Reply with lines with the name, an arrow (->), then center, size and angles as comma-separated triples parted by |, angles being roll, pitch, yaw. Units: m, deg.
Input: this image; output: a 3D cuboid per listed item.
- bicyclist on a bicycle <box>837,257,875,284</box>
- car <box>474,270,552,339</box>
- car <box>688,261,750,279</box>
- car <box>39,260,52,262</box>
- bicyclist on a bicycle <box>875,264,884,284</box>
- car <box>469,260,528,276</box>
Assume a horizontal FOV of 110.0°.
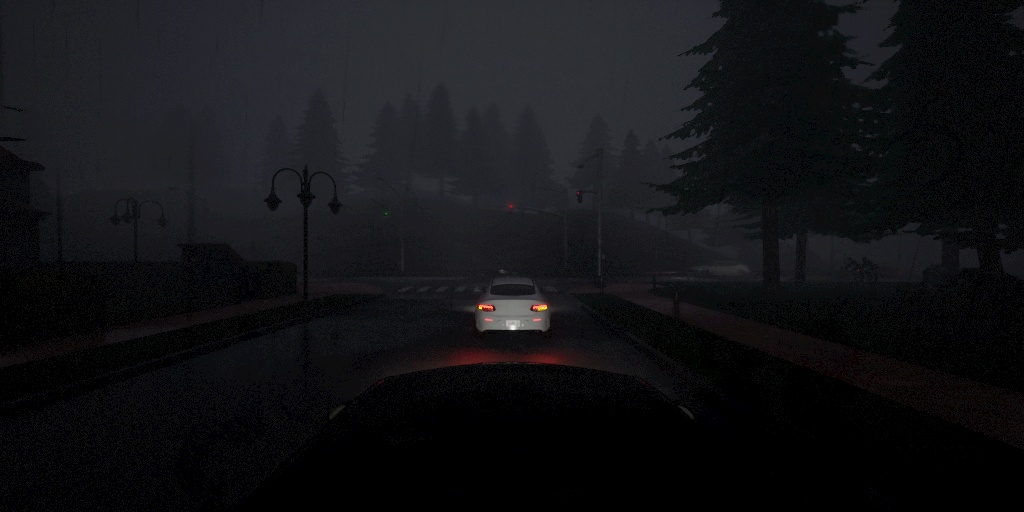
bicyclist on a bicycle -> 21.130, 0.891, 22.247 | 0.582, 1.620, 1.656 | 0, 0, -16
car -> 0.021, 1.276, 9.964 | 1.812, 1.442, 4.674 | 0, 0, 0
car -> 17.225, 1.113, 29.915 | 4.674, 1.442, 1.812 | 0, 0, 0
car -> -39.366, 1.092, 29.528 | 4.892, 1.490, 1.837 | 0, 0, 0
bicyclist on a bicycle -> 21.777, 0.892, 21.987 | 0.582, 1.620, 1.656 | 0, 0, -14
car -> -1.128, 1.081, 29.797 | 4.902, 1.511, 2.128 | 0, 0, 0
